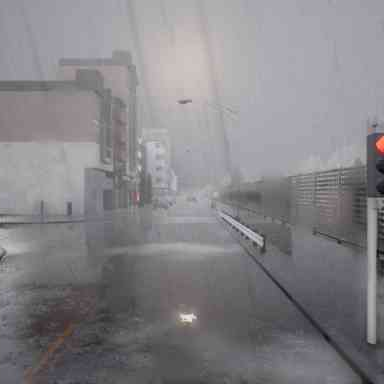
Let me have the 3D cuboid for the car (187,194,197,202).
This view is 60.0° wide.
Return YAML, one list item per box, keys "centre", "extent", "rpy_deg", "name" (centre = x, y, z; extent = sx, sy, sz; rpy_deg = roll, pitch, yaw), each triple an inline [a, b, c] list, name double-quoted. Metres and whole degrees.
- centre: [-0.038, 1.355, 76.616]
  extent: [2.097, 1.767, 4.553]
  rpy_deg: [0, 0, 0]
  name: "car"

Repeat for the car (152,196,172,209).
- centre: [-4.116, 1.505, 44.346]
  extent: [1.837, 1.490, 4.892]
  rpy_deg: [0, 0, 0]
  name: "car"

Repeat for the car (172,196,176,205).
- centre: [-4.113, 1.477, 54.579]
  extent: [1.882, 1.535, 5.008]
  rpy_deg: [0, 0, 0]
  name: "car"

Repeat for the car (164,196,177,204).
- centre: [-4.077, 1.491, 64.827]
  extent: [2.128, 1.511, 4.902]
  rpy_deg: [0, 0, 0]
  name: "car"
